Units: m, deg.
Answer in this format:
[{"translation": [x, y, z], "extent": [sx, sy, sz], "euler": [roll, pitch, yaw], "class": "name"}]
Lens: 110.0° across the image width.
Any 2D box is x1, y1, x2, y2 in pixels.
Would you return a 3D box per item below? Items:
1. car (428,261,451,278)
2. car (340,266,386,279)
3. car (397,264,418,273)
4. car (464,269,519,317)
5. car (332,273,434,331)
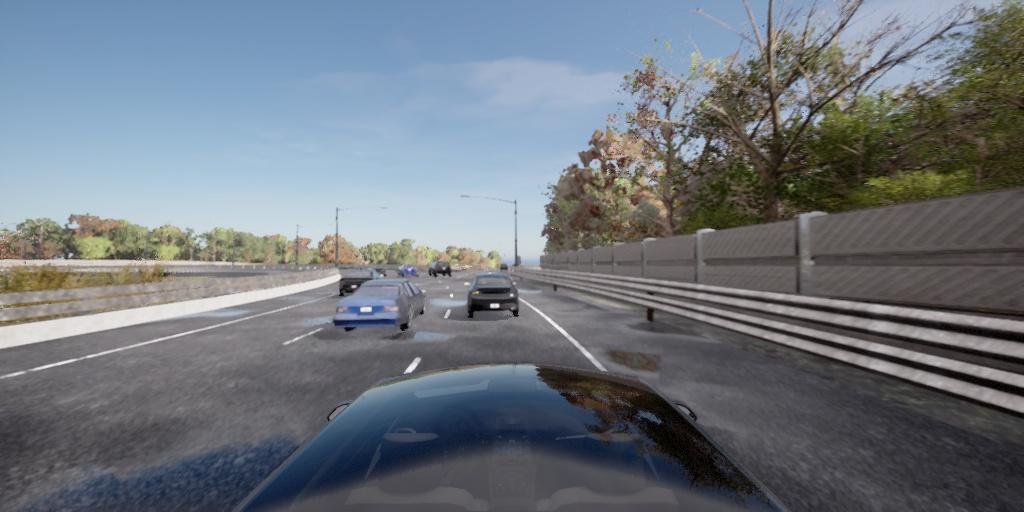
[{"translation": [-9.328, 1.679, 46.192], "extent": [2.150, 2.045, 5.566], "euler": [0, -1, -23], "class": "car"}, {"translation": [-9.127, 1.574, 22.093], "extent": [1.882, 1.535, 5.008], "euler": [0, -1, -11], "class": "car"}, {"translation": [-14.023, 1.856, 47.914], "extent": [2.097, 1.767, 4.553], "euler": [0, -1, -25], "class": "car"}, {"translation": [-0.838, 1.448, 14.351], "extent": [1.837, 1.490, 4.892], "euler": [0, -1, -6], "class": "car"}, {"translation": [-4.007, 1.466, 11.752], "extent": [2.033, 1.411, 5.357], "euler": [0, -1, -5], "class": "car"}]
